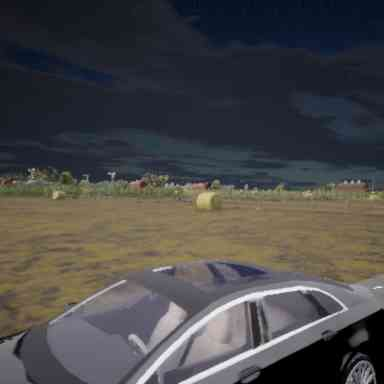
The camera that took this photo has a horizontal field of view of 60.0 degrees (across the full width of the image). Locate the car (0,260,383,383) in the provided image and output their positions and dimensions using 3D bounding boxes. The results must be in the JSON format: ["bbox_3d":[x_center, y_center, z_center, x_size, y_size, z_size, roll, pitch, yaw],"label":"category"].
[{"bbox_3d":[-0.080,1.499,3.020,4.902,1.511,2.128,0,0,-36],"label":"car"}]
